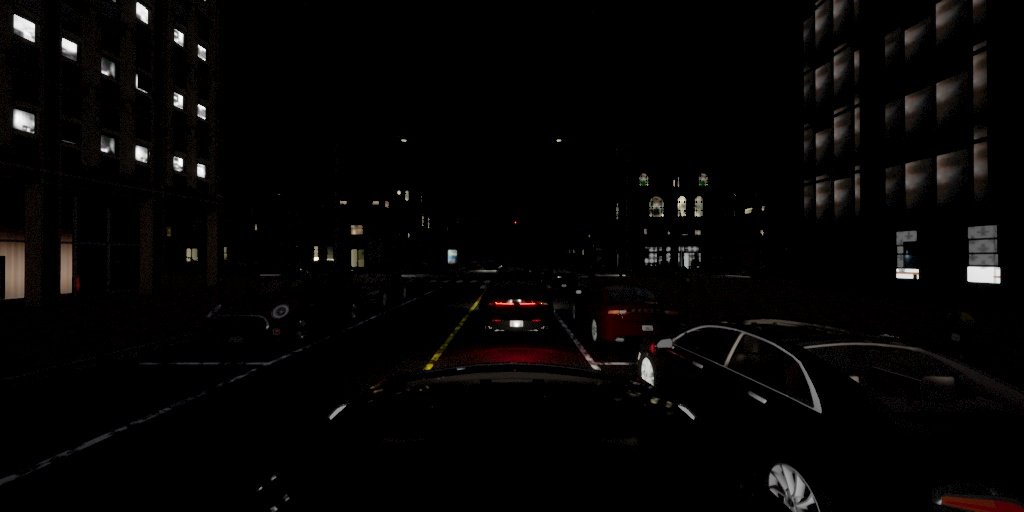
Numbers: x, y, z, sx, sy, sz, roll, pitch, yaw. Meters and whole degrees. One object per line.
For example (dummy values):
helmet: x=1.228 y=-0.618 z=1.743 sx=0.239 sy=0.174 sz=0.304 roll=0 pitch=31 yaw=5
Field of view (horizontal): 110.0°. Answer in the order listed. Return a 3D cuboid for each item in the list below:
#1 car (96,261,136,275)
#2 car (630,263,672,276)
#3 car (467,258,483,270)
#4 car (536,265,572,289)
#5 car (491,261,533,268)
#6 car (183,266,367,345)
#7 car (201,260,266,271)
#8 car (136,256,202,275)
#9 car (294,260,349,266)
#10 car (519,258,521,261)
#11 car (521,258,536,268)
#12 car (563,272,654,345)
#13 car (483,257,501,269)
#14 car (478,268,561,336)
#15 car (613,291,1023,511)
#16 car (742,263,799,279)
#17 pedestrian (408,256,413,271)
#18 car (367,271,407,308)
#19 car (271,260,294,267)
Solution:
car: x=-36.490 y=1.129 z=33.300 sx=4.403 sy=1.370 sz=2.007 roll=0 pitch=0 yaw=1
car: x=14.809 y=1.401 z=38.306 sx=4.181 sy=1.385 sz=1.994 roll=0 pitch=0 yaw=1
car: x=-5.693 y=1.336 z=53.132 sx=1.802 sy=1.307 sz=4.207 roll=0 pitch=0 yaw=0
car: x=2.690 y=1.301 z=20.729 sx=2.007 sy=1.370 sz=4.403 roll=0 pitch=0 yaw=0
car: x=0.095 y=1.229 z=20.552 sx=1.882 sy=1.535 sz=5.008 roll=0 pitch=0 yaw=2
car: x=-5.690 y=1.190 z=9.361 sx=1.967 sy=1.591 sz=4.097 roll=0 pitch=0 yaw=0
car: x=-25.417 y=1.175 z=33.130 sx=4.403 sy=1.370 sz=2.007 roll=0 pitch=0 yaw=1
car: x=-30.953 y=0.916 z=33.215 sx=5.009 sy=1.841 sz=2.192 roll=0 pitch=0 yaw=1
car: x=-18.334 y=1.161 z=35.616 sx=4.902 sy=1.511 sz=2.128 roll=0 pitch=0 yaw=1
car: x=2.687 y=1.337 z=64.161 sx=1.802 sy=1.307 sz=4.207 roll=0 pitch=0 yaw=0
car: x=2.687 y=1.319 z=53.119 sx=1.948 sy=1.339 sz=4.313 roll=0 pitch=0 yaw=0
car: x=2.690 y=1.295 z=9.345 sx=1.888 sy=1.381 sz=4.507 roll=0 pitch=0 yaw=0
car: x=-3.087 y=1.231 z=53.804 sx=1.882 sy=1.535 sz=5.008 roll=0 pitch=0 yaw=1
car: x=0.100 y=1.255 z=10.363 sx=1.837 sy=1.490 sz=4.892 roll=0 pitch=0 yaw=0
car: x=2.691 y=1.300 z=3.653 sx=2.007 sy=1.370 sz=4.403 roll=0 pitch=0 yaw=0
car: x=23.641 y=1.432 z=32.343 sx=4.207 sy=1.307 sz=1.802 roll=0 pitch=0 yaw=1
pedestrian: x=-12.554 y=0.883 z=44.265 sx=0.375 sy=1.860 sz=0.375 roll=0 pitch=-1 yaw=1
car: x=-5.691 y=1.301 z=15.053 sx=2.007 sy=1.370 sz=4.403 roll=0 pitch=0 yaw=0
car: x=-25.456 y=1.196 z=41.512 sx=4.829 sy=1.417 sz=1.751 roll=0 pitch=0 yaw=1
